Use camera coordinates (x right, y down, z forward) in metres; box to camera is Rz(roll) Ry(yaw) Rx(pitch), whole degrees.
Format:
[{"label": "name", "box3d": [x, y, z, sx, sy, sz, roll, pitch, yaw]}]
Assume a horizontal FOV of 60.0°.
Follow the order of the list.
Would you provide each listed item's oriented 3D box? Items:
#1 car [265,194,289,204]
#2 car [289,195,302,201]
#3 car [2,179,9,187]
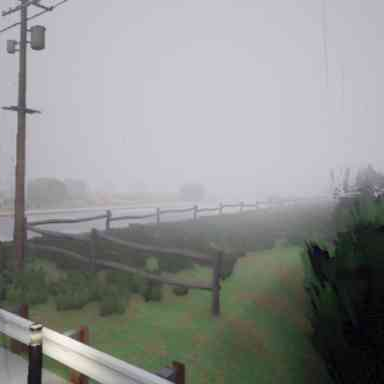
[{"label": "car", "box3d": [12.321, 1.105, 49.326, 1.837, 1.490, 4.892, 3, 2, 32]}, {"label": "car", "box3d": [17.700, 1.138, 57.833, 1.994, 1.385, 4.181, 3, 2, 33]}, {"label": "car", "box3d": [-45.336, -2.105, 82.037, 1.905, 1.878, 3.866, 8, 2, -14]}]
